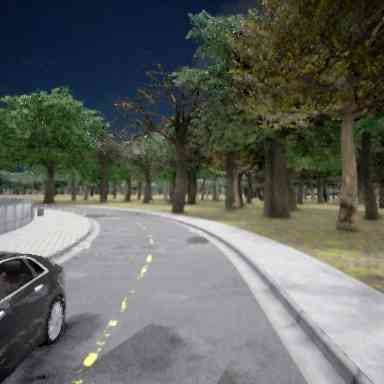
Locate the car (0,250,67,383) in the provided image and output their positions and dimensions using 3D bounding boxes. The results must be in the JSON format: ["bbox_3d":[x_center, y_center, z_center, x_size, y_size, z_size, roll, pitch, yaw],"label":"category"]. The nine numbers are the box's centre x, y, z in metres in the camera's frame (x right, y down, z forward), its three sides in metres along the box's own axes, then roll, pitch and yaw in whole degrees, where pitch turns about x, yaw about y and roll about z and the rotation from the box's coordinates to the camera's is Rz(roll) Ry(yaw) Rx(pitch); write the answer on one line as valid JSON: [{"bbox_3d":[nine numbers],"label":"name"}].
[{"bbox_3d":[-2.915,1.523,3.557,1.837,1.490,4.892,0,0,-1],"label":"car"}]
